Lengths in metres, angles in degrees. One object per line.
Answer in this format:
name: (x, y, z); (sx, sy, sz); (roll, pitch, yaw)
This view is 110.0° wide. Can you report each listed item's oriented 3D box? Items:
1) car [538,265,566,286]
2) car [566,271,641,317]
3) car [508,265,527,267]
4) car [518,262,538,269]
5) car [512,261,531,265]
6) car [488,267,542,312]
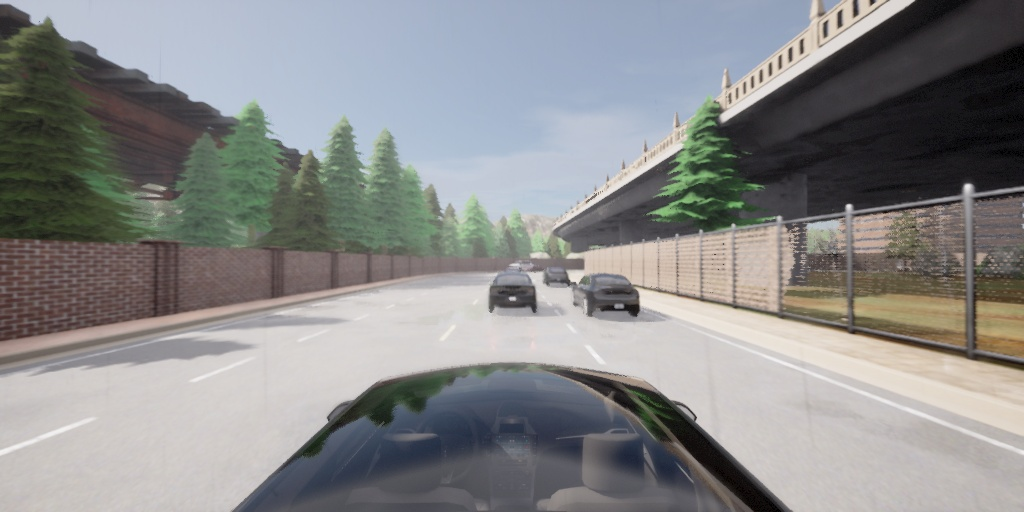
car: (3.525, 1.625, 29.172); (2.128, 1.511, 4.902); (0, -1, 0)
car: (3.538, 1.430, 14.204); (1.837, 1.490, 4.892); (0, 0, 0)
car: (0.028, 1.701, 29.396); (1.994, 1.385, 4.181); (0, -1, 0)
car: (3.500, 2.100, 60.776); (1.812, 1.442, 4.674); (-1, -1, 37)
car: (1.534, 1.840, 64.020); (2.150, 2.045, 5.566); (-1, -1, 38)
car: (0.045, 1.418, 15.368); (1.882, 1.535, 5.008); (0, -1, 0)
